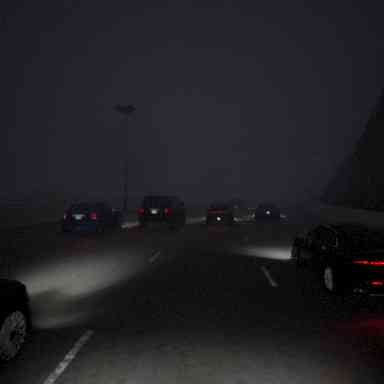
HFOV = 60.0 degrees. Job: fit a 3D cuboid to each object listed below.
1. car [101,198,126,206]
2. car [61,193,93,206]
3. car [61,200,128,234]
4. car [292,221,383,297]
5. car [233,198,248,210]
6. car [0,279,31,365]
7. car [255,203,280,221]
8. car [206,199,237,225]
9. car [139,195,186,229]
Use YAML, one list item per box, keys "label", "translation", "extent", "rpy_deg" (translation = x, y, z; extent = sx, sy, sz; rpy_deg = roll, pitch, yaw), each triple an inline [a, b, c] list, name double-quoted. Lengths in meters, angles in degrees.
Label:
- label: "car"
  translation: [-12.694, 1.589, 54.178]
  extent: [1.895, 1.301, 4.718]
  rpy_deg: [0, 0, 18]
- label: "car"
  translation: [-19.366, 1.198, 56.303]
  extent: [2.150, 2.045, 5.566]
  rpy_deg: [0, 0, 17]
- label: "car"
  translation: [-5.611, 1.346, 19.243]
  extent: [2.097, 1.767, 4.553]
  rpy_deg: [0, 0, 7]
- label: "car"
  translation: [3.956, 1.513, 8.552]
  extent: [1.837, 1.490, 4.892]
  rpy_deg: [0, 0, 3]
- label: "car"
  translation: [5.940, 1.521, 42.287]
  extent: [1.837, 1.490, 4.892]
  rpy_deg: [0, 0, 15]
- label: "car"
  translation: [-3.280, 1.487, 2.919]
  extent: [2.128, 1.511, 4.902]
  rpy_deg: [0, 0, 1]
- label: "car"
  translation: [6.289, 1.579, 27.913]
  extent: [1.994, 1.385, 4.181]
  rpy_deg: [0, 0, 10]
- label: "car"
  translation: [2.122, 1.512, 24.256]
  extent: [1.837, 1.490, 4.892]
  rpy_deg: [0, 0, 9]
- label: "car"
  translation: [-1.814, 1.222, 21.629]
  extent: [2.150, 2.045, 5.566]
  rpy_deg: [0, 0, 7]
